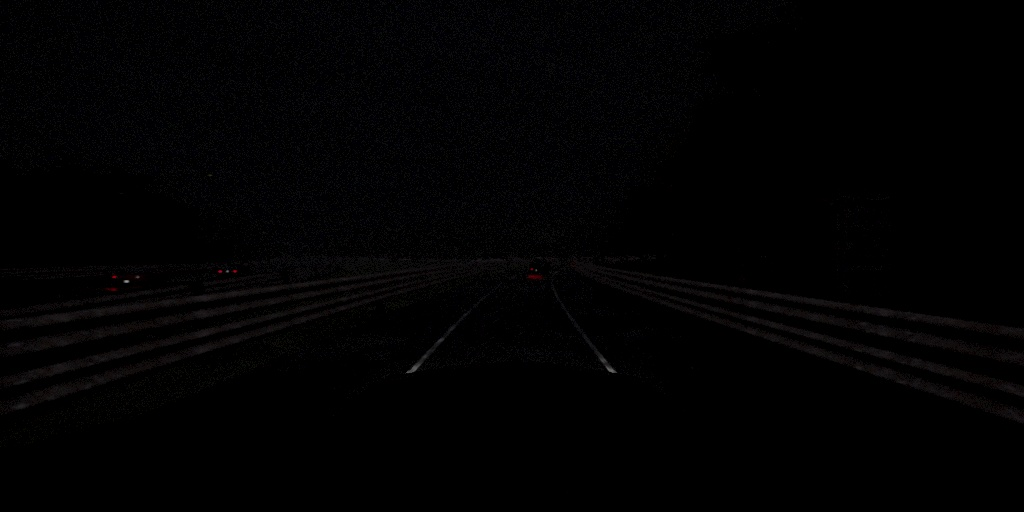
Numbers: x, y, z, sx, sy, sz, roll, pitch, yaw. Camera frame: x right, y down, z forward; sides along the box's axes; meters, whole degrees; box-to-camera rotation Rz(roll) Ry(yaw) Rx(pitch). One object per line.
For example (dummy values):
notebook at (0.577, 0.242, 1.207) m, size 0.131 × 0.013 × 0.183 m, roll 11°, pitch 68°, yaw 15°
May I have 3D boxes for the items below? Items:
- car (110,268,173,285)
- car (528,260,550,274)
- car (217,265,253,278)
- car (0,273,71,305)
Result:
car at (-29.321, 1.605, 28.626) m, size 1.895 × 1.301 × 4.718 m, roll 0°, pitch 0°, yaw -21°
car at (2.977, 1.171, 39.096) m, size 1.837 × 1.490 × 4.892 m, roll 0°, pitch 1°, yaw 12°
car at (-29.189, 1.619, 37.952) m, size 2.033 × 1.411 × 5.357 m, roll 0°, pitch 0°, yaw -22°
car at (-20.187, 1.419, 14.093) m, size 2.128 × 1.511 × 4.902 m, roll 0°, pitch 0°, yaw -20°
